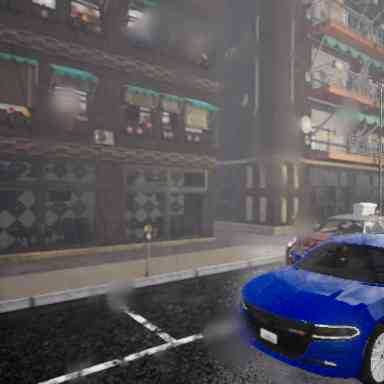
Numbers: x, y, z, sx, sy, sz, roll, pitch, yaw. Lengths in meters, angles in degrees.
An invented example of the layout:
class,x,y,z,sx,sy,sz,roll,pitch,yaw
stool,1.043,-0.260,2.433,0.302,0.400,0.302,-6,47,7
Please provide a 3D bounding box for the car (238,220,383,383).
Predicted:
class,x,y,z,sx,sy,sz,roll,pitch,yaw
car,2.965,1.470,5.494,5.008,1.535,1.882,0,0,-35

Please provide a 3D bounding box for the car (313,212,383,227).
class,x,y,z,sx,sy,sz,roll,pitch,yaw
car,4.646,1.428,9.854,4.097,1.590,1.967,0,1,-35
